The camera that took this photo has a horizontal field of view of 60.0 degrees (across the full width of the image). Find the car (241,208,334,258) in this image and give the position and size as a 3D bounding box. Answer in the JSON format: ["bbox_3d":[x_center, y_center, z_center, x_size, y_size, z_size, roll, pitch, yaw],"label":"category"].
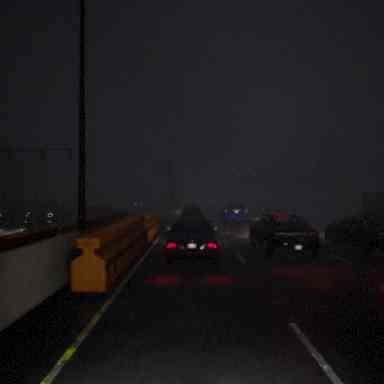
[{"bbox_3d":[3.518,1.624,13.363,2.128,1.511,4.902,0,0,0],"label":"car"}]

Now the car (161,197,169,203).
[{"bbox_3d":[-7.098,2.069,88.603,2.033,1.411,5.357,0,2,0],"label":"car"}]

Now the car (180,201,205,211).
[{"bbox_3d":[0.020,1.785,28.363,1.837,1.490,4.892,0,0,0],"label":"car"}]

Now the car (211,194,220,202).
[{"bbox_3d":[6.895,1.951,89.753,1.837,1.490,4.892,0,3,0],"label":"car"}]

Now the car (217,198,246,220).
[{"bbox_3d":[3.520,1.628,28.285,2.097,1.767,4.553,0,-1,0],"label":"car"}]

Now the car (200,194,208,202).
[{"bbox_3d":[3.396,2.003,89.736,1.994,1.385,4.181,0,3,0],"label":"car"}]

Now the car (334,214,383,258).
[{"bbox_3d":[7.018,1.624,13.362,2.128,1.511,4.902,0,0,0],"label":"car"}]

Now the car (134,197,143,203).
[{"bbox_3d":[-14.098,2.029,88.563,1.837,1.490,4.892,0,2,0],"label":"car"}]

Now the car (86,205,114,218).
[{"bbox_3d":[-7.018,1.735,24.654,2.128,1.511,4.902,0,-1,0],"label":"car"}]

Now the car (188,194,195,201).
[{"bbox_3d":[-0.104,1.928,89.712,1.882,1.535,5.008,0,3,0],"label":"car"}]

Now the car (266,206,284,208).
[{"bbox_3d":[7.018,1.842,28.350,1.994,1.385,4.181,0,0,1],"label":"car"}]

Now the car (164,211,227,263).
[{"bbox_3d":[0.009,1.670,12.388,2.033,1.411,5.357,0,-1,0],"label":"car"}]

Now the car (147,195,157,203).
[{"bbox_3d":[-10.598,1.755,88.545,2.150,2.045,5.566,0,2,0],"label":"car"}]
